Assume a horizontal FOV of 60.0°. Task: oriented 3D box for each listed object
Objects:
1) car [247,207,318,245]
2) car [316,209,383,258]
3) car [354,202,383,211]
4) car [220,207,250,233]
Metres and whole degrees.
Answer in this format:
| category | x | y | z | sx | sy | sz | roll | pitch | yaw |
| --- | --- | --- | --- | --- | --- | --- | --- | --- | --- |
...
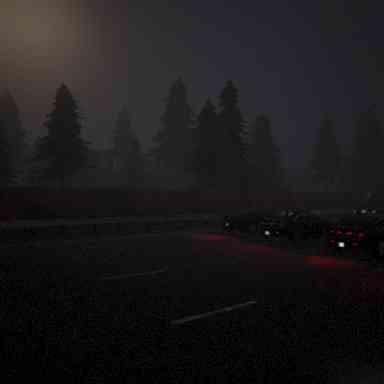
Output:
| category | x | y | z | sx | sy | sz | roll | pitch | yaw |
| --- | --- | --- | --- | --- | --- | --- | --- | --- | --- |
| car | 5.347 | 1.642 | 16.266 | 4.902 | 1.511 | 2.128 | 1 | 0 | -35 |
| car | 7.396 | 1.656 | 13.428 | 4.892 | 1.490 | 1.837 | 0 | 0 | -35 |
| car | 15.458 | 1.662 | 27.787 | 4.553 | 1.767 | 2.097 | 1 | -1 | -35 |
| car | 3.930 | 1.634 | 19.544 | 5.008 | 1.535 | 1.882 | 0 | 0 | -35 |
